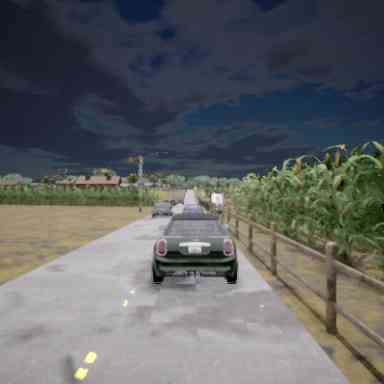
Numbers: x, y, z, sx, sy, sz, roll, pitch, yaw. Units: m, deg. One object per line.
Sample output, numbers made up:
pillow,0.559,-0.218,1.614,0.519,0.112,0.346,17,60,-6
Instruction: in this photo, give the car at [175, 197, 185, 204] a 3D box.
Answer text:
car,-2.772,2.132,74.098,2.150,2.045,5.566,0,-1,0

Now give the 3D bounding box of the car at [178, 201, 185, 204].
car,0.087,1.750,29.199,2.033,1.411,5.357,0,-1,0

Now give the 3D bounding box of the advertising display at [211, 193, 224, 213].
advertising display,3.138,1.368,41.385,1.540,2.440,0.280,1,0,0

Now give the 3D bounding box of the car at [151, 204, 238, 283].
car,0.080,1.389,9.937,2.097,1.767,4.553,0,0,0

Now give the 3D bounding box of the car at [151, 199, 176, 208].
car,-2.857,1.744,32.604,1.837,1.490,4.892,0,-1,0
